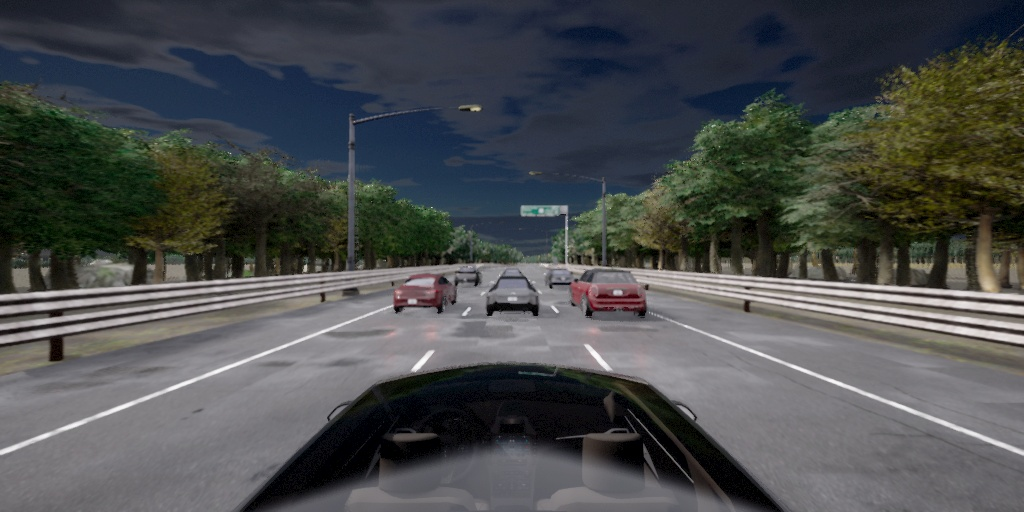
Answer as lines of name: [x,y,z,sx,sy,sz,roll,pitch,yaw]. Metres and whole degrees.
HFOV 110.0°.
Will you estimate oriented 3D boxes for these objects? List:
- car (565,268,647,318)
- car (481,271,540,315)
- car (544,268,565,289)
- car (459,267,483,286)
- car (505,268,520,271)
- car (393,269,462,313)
car: [3.542,1.267,14.052,2.097,1.767,4.553,0,-1,0]
car: [0.044,1.485,14.451,1.994,1.385,4.181,0,-1,1]
car: [3.514,1.643,26.976,2.033,1.411,5.357,0,-1,0]
car: [-3.462,1.617,29.135,2.128,1.511,4.902,0,-1,1]
car: [0.040,1.693,29.327,1.994,1.385,4.181,0,-1,1]
car: [-3.455,1.451,14.815,1.812,1.442,4.674,0,-1,1]
